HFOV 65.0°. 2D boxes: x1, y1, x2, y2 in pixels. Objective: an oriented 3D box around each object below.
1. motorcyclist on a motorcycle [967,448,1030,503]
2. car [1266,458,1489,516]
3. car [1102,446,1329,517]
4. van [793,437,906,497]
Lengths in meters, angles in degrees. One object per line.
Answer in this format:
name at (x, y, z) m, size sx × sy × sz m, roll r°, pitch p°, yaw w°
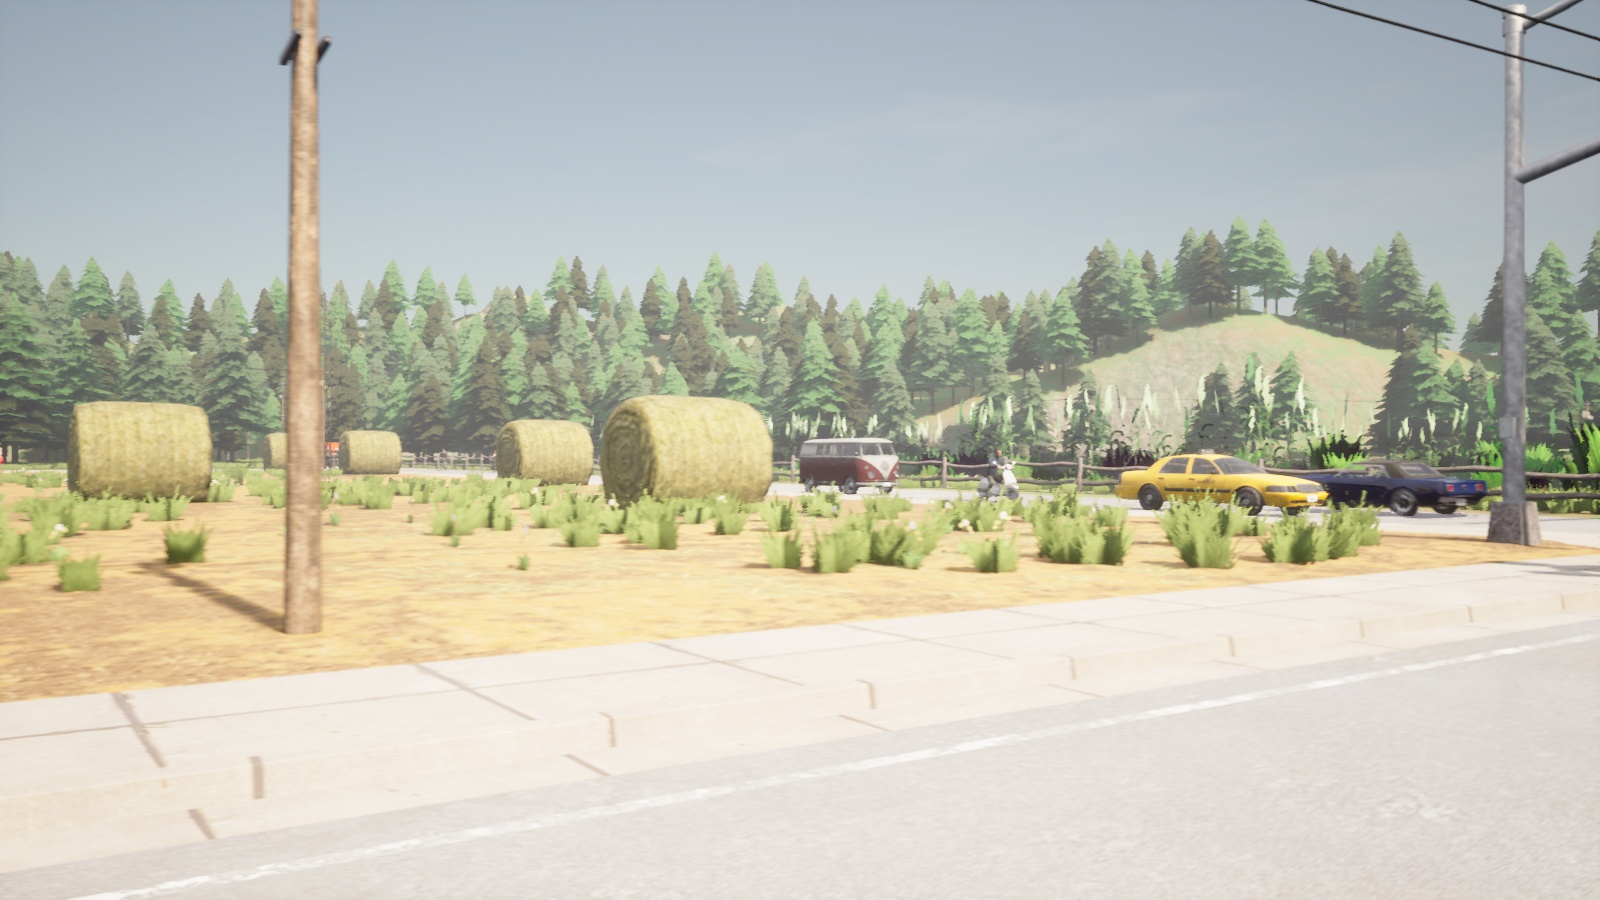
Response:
motorcyclist on a motorcycle at (5.888, 0.742, 37.360) m, size 0.866 × 1.590 × 1.817 m, roll 0°, pitch 0°, yaw -32°
car at (14.060, 0.856, 30.868) m, size 1.895 × 1.301 × 4.718 m, roll 0°, pitch 0°, yaw -32°
car at (10.009, 0.703, 30.722) m, size 1.801 × 1.575 × 5.366 m, roll 0°, pitch 0°, yaw -32°
van at (1.689, 0.567, 44.112) m, size 1.775 × 1.987 × 4.442 m, roll 0°, pitch 0°, yaw -32°
